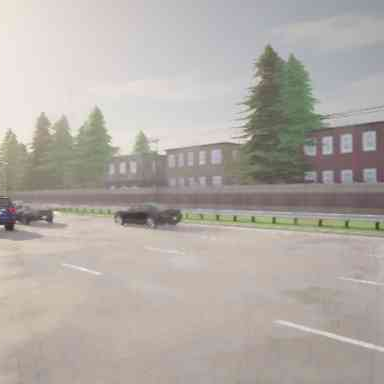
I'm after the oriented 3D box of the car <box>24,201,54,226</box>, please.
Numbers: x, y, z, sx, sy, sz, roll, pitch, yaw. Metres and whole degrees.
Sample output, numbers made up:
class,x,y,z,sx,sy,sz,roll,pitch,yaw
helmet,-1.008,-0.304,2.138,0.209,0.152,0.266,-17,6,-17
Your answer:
class,x,y,z,sx,sy,sz,roll,pitch,yaw
car,-11.762,1.568,24.131,4.674,1.442,1.812,-1,0,41

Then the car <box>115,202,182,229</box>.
class,x,y,z,sx,sy,sz,roll,pitch,yaw
car,-2.874,1.404,21.067,5.008,1.535,1.882,-1,0,41

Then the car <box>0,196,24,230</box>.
class,x,y,z,sx,sy,sz,roll,pitch,yaw
car,-12.745,1.299,20.349,5.566,2.045,2.150,-1,0,41

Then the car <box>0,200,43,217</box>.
class,x,y,z,sx,sy,sz,roll,pitch,yaw
car,-17.339,1.621,33.586,5.357,1.411,2.033,-1,0,41
